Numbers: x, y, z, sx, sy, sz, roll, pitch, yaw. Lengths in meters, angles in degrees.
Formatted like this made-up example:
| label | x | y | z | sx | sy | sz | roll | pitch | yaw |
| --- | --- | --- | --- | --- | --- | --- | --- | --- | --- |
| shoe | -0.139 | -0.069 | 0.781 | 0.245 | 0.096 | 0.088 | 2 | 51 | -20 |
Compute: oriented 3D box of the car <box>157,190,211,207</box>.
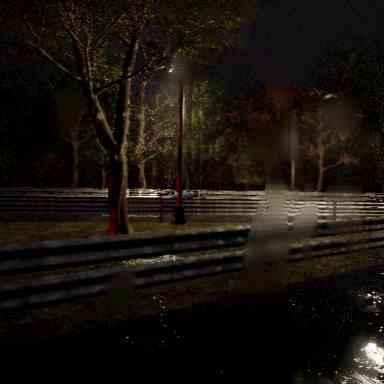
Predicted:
| label | x | y | z | sx | sy | sz | roll | pitch | yaw |
| --- | --- | --- | --- | --- | --- | --- | --- | --- | --- |
| car | -0.787 | 0.596 | 31.567 | 4.892 | 1.490 | 1.837 | 1 | 2 | -8 |

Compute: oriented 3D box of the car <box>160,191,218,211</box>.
| label | x | y | z | sx | sy | sz | roll | pitch | yaw |
| --- | --- | --- | --- | --- | --- | --- | --- | --- | --- |
| car | -0.280 | 0.746 | 28.107 | 4.674 | 1.442 | 1.812 | 1 | 2 | -8 |

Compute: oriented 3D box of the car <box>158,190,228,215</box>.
| label | x | y | z | sx | sy | sz | roll | pitch | yaw |
| --- | --- | --- | --- | --- | --- | --- | --- | --- | --- |
| car | 0.221 | 0.826 | 24.644 | 5.008 | 1.535 | 1.882 | 1 | 2 | -8 |

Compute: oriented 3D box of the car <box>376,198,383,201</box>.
| label | x | y | z | sx | sy | sz | roll | pitch | yaw |
| --- | --- | --- | --- | --- | --- | --- | --- | --- | --- |
| car | 22.059 | 1.008 | 34.847 | 5.357 | 1.411 | 2.033 | 1 | 2 | -8 |
